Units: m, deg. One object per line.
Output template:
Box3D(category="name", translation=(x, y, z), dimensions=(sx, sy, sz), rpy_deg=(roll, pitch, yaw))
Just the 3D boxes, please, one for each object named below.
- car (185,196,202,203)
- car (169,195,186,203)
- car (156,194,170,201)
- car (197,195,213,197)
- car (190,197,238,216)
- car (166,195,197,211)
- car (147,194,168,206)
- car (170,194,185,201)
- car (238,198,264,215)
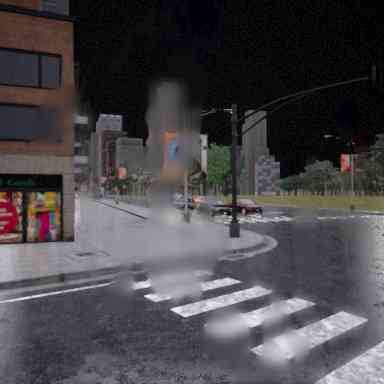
Box3D(category="car", translation=(0.226, 1.387, 64.061), dimensions=(1.895, 1.301, 4.718), rpy_deg=(0, 0, -20))
Box3D(category="car", translation=(-2.812, 1.325, 62.903), dimensions=(1.812, 1.442, 4.674), rpy_deg=(0, 0, -20))
Box3D(category="car", translation=(-6.275, 1.182, 72.244), dimensions=(1.837, 1.490, 4.892), rpy_deg=(0, 0, -20))
Box3D(category="car", translation=(1.841, 1.216, 40.714), dimensions=(2.097, 1.767, 4.553), rpy_deg=(0, 0, -20))
Box3D(category="car", translation=(1.943, 1.447, 31.091), dimensions=(2.033, 1.411, 5.357), rpy_deg=(0, 0, -20))
Box3D(category="car", translation=(-1.262, 1.441, 39.728), dimensions=(1.994, 1.385, 4.181), rpy_deg=(0, 0, -20))
Box3D(category="car", translation=(-5.687, 1.410, 51.702), dimensions=(1.994, 1.385, 4.181), rpy_deg=(0, 0, -20))
Box3D(category="car", translation=(-3.228, 1.146, 73.374), dimensions=(1.882, 1.535, 5.008), rpy_deg=(0, 0, -20))
Box3D(category="car", translation=(5.014, 1.363, 32.232), dimensions=(1.882, 1.535, 5.008), rpy_deg=(0, 0, -21))
